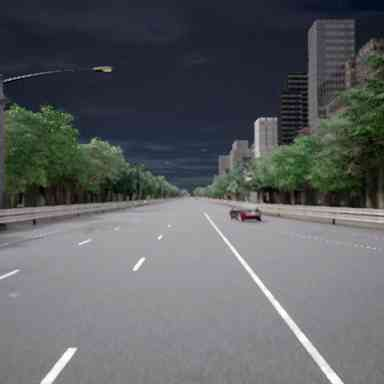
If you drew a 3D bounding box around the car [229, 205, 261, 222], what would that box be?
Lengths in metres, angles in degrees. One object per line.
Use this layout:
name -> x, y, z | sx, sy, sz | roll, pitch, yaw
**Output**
car -> 4.965, 1.954, 31.569 | 2.163, 1.488, 4.792 | 0, -1, -11
